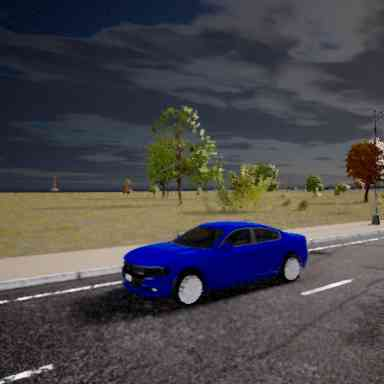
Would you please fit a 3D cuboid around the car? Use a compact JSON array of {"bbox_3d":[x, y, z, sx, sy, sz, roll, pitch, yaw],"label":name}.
[{"bbox_3d":[0.765,1.473,8.181,5.008,1.535,1.882,0,0,-35],"label":"car"}]
